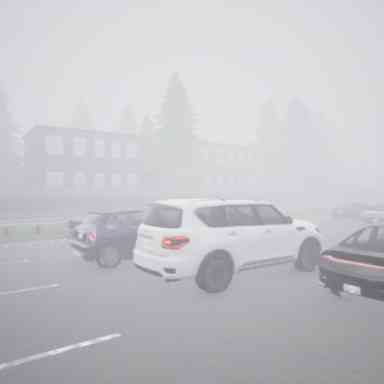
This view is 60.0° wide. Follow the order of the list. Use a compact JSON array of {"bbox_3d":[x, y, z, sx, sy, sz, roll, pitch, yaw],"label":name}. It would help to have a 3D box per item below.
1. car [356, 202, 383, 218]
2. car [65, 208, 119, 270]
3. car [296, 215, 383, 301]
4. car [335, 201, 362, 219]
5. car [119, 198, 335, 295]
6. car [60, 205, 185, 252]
[{"bbox_3d":[13.010,1.432,21.627,4.718,1.301,1.895,-1,0,-35],"label":"car"},{"bbox_3d":[-1.617,1.315,11.193,4.553,1.767,2.097,-1,0,-35],"label":"car"},{"bbox_3d":[4.715,1.434,7.110,4.902,1.511,2.128,-1,0,-36],"label":"car"},{"bbox_3d":[12.595,1.381,25.629,4.181,1.385,1.994,-1,0,-35],"label":"car"},{"bbox_3d":[1.175,1.178,8.886,5.566,2.045,2.150,-1,0,-35],"label":"car"},{"bbox_3d":[-2.902,1.434,14.574,5.008,1.535,1.882,-1,0,-36],"label":"car"}]
